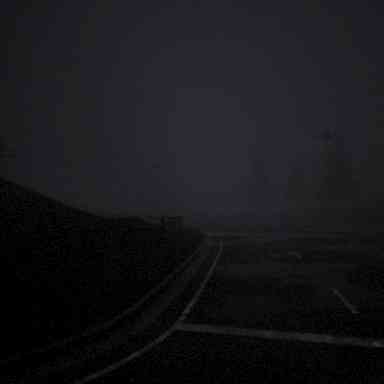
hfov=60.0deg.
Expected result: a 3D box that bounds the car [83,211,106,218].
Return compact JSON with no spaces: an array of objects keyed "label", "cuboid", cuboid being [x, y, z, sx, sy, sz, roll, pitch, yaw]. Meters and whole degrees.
[{"label":"car","cuboid":[-22.302,5.115,77.614,4.553,1.767,2.097,-2,-3,27]}]
